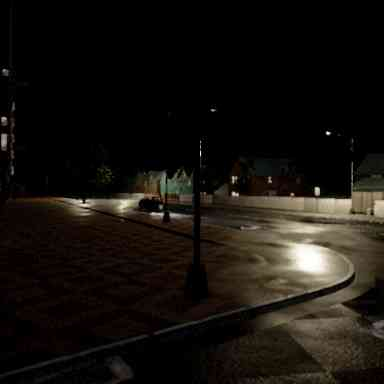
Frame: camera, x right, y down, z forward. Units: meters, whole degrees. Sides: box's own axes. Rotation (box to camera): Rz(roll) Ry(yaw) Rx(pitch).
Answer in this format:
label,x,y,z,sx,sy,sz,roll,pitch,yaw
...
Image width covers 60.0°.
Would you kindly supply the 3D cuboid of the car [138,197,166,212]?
label,x,y,z,sx,sy,sz,roll,pitch,yaw
car,-4.171,1.253,34.949,2.128,1.511,4.902,1,0,-28
